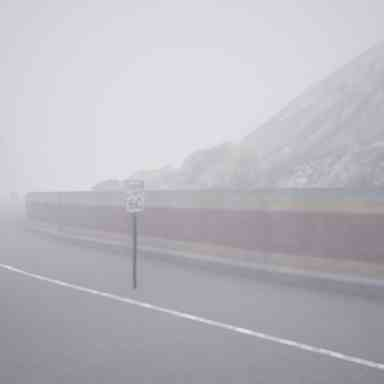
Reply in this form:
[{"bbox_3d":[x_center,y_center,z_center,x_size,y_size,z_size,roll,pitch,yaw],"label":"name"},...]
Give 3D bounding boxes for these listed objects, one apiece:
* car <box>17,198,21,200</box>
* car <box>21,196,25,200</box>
[{"bbox_3d":[-38.688,1.581,78.345,1.837,1.490,4.892,0,1,33],"label":"car"},{"bbox_3d":[-35.849,1.585,76.299,1.812,1.442,4.674,0,1,33],"label":"car"}]
